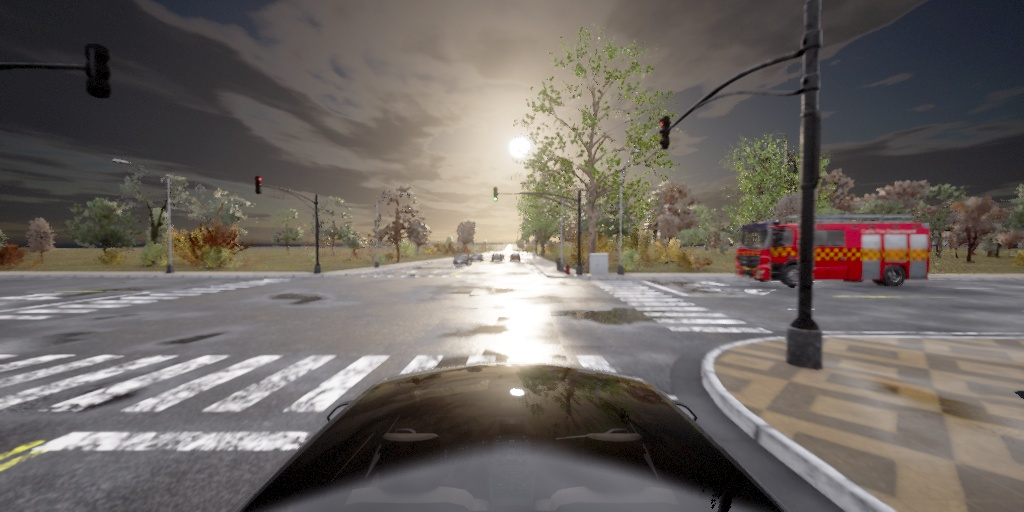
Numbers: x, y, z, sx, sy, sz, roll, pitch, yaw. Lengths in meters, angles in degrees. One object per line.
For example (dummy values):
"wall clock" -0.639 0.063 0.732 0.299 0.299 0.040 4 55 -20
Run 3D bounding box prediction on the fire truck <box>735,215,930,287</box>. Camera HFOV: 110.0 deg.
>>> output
"fire truck" 17.583 -0.311 20.133 8.468 3.827 2.891 0 2 3

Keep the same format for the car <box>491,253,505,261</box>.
"car" -2.662 0.163 63.569 2.128 1.511 4.902 0 1 1

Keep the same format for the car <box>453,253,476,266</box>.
"car" -6.285 0.482 45.773 2.128 1.511 4.902 0 1 1

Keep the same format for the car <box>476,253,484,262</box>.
"car" -5.967 0.195 61.784 2.128 1.511 4.902 0 1 1

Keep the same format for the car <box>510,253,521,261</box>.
"car" 0.588 0.150 63.513 1.882 1.535 5.008 0 1 1
